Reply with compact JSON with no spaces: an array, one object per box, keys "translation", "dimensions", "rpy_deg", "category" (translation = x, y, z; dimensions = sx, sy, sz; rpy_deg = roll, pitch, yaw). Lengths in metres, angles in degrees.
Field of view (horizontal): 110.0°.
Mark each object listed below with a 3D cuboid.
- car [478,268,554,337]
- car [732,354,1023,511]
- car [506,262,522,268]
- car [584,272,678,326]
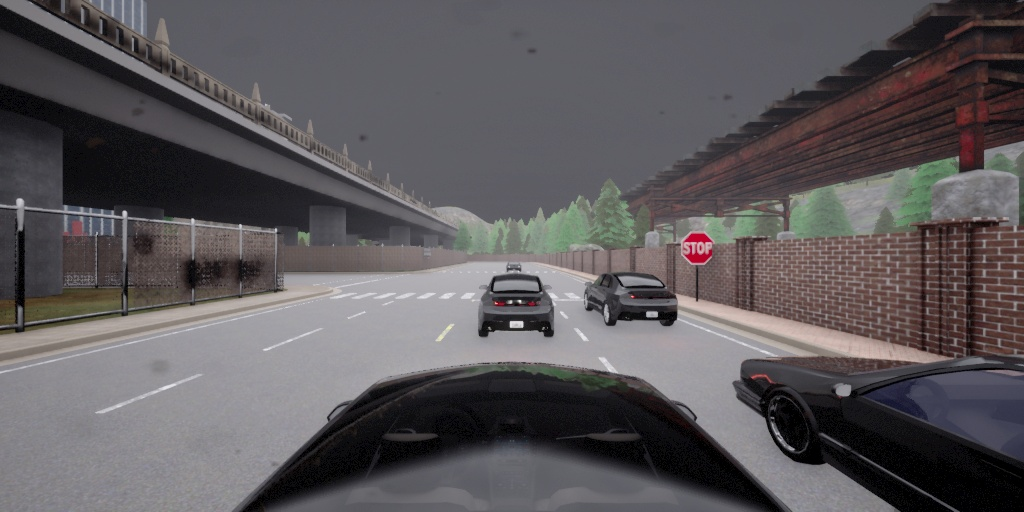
[{"translation":[0.104,1.255,10.273],"dimensions":[1.837,1.490,4.892],"rpy_deg":[0,0,0],"category":"car"},{"translation":[3.600,1.297,1.883],"dimensions":[2.033,1.411,5.357],"rpy_deg":[0,0,0],"category":"car"},{"translation":[0.227,1.351,45.470],"dimensions":[1.895,1.301,4.718],"rpy_deg":[0,0,-1],"category":"car"},{"translation":[3.607,1.255,11.629],"dimensions":[1.837,1.490,4.892],"rpy_deg":[0,0,0],"category":"car"}]
